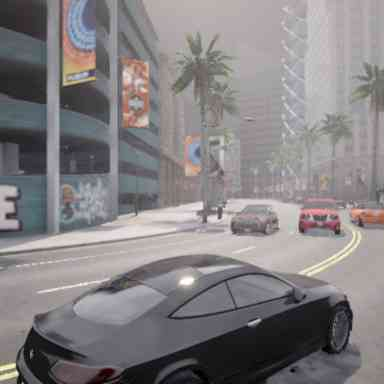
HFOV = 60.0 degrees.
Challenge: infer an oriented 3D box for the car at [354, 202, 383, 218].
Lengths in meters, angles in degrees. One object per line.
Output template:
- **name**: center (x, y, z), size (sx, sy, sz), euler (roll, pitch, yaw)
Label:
- **car**: center (18.403, 1.792, 34.034), size (1.837, 1.490, 4.892), euler (0, -1, 8)

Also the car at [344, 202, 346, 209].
- **car**: center (23.930, 1.964, 55.044), size (2.231, 1.521, 4.892), euler (0, -1, 6)

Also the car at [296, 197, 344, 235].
- **car**: center (8.002, 1.408, 20.663), size (2.150, 2.045, 5.566), euler (0, 0, 22)

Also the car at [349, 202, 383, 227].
- **car**: center (13.159, 1.562, 24.753), size (2.097, 1.767, 4.553), euler (-1, -1, 16)

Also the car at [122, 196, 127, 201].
- **car**: center (-11.596, 1.600, 51.501), size (2.435, 2.045, 5.566), euler (0, -1, 6)

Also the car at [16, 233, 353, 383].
- **car**: center (0.320, 1.573, 4.388), size (4.674, 1.442, 1.812), euler (0, -1, -40)

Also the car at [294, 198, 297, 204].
- **car**: center (27.236, 2.124, 84.232), size (2.185, 1.767, 4.553), euler (0, -1, 6)

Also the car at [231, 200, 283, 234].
- **car**: center (3.969, 1.551, 20.494), size (2.097, 1.767, 4.553), euler (-1, -1, 25)
